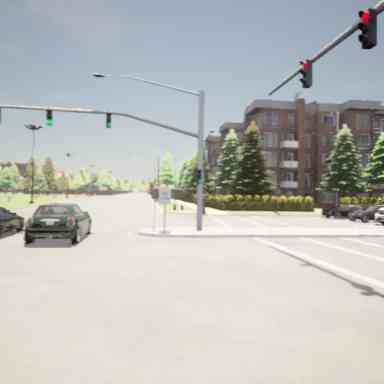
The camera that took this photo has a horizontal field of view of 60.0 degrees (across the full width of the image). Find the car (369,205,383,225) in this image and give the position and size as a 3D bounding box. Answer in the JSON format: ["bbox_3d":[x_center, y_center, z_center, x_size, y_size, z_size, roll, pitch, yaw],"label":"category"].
[{"bbox_3d":[16.696,1.551,24.872,5.566,2.045,2.150,1,0,-9],"label":"car"}]

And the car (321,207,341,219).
[{"bbox_3d":[14.782,1.905,31.661,4.718,1.301,1.895,1,0,-9],"label":"car"}]

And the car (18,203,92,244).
[{"bbox_3d":[-5.990,1.268,15.424,2.097,1.767,4.553,1,0,-8],"label":"car"}]

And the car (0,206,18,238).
[{"bbox_3d":[-9.585,1.379,15.821,1.812,1.442,4.674,1,0,-8],"label":"car"}]

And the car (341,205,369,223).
[{"bbox_3d":[15.616,1.840,28.248,4.674,1.442,1.812,1,0,-9],"label":"car"}]
